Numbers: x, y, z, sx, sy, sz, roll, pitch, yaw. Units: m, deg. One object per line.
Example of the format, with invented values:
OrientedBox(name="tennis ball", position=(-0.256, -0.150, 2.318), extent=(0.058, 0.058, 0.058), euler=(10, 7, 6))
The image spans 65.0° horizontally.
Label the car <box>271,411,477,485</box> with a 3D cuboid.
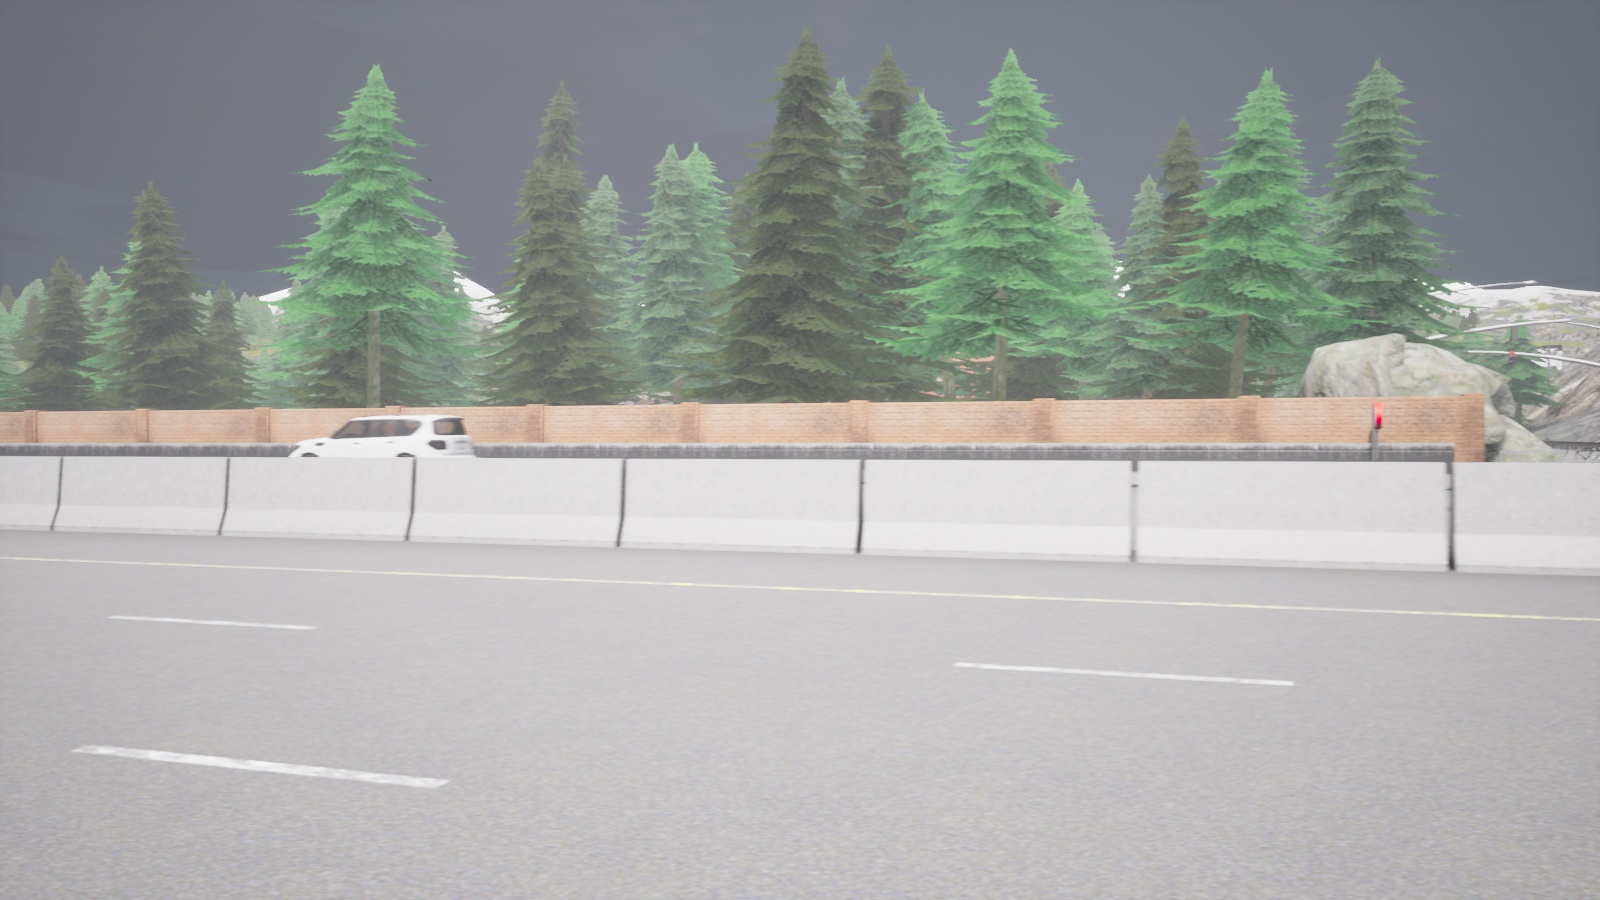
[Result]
OrientedBox(name="car", position=(-12.521, -0.093, 36.941), extent=(5.566, 2.045, 2.150), euler=(1, 1, 19))
